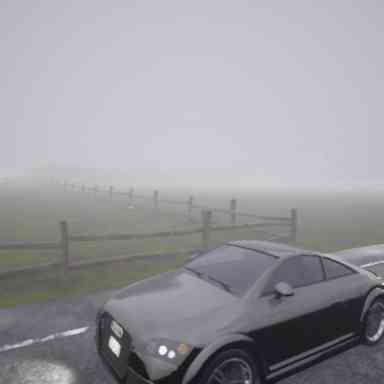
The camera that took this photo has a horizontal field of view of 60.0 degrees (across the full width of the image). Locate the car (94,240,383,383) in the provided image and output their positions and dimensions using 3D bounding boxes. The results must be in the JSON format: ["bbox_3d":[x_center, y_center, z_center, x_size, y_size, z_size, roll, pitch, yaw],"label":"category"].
[{"bbox_3d":[0.858,1.421,4.575,4.181,1.385,1.994,0,2,-33],"label":"car"}]
